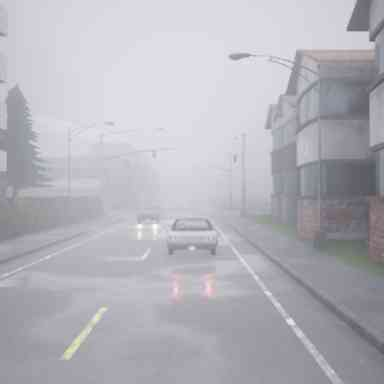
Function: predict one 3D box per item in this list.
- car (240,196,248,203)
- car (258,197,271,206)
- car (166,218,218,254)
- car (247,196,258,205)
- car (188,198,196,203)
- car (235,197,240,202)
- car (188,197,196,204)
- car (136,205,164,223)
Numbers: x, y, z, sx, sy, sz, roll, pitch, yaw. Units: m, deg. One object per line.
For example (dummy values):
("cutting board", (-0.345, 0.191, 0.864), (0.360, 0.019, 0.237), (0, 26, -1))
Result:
("car", (14.162, 1.867, 79.081), (3.866, 1.878, 1.905), (0, -1, 0))
("car", (14.489, 1.835, 59.869), (3.806, 1.475, 1.970), (0, -1, 0))
("car", (0.002, 1.740, 14.099), (1.895, 1.301, 4.718), (0, -1, 0))
("car", (14.164, 1.819, 66.287), (5.027, 1.636, 2.152), (0, -1, 0))
("car", (-0.001, 2.449, 93.804), (1.994, 1.385, 4.181), (0, -1, 0))
("car", (13.750, 1.916, 81.986), (4.605, 1.855, 1.932), (0, -1, 0))
("car", (-0.001, 2.003, 80.211), (2.097, 1.767, 4.553), (0, -1, 0))
("car", (-3.501, 1.829, 28.703), (2.033, 1.411, 5.357), (0, -1, 0))
